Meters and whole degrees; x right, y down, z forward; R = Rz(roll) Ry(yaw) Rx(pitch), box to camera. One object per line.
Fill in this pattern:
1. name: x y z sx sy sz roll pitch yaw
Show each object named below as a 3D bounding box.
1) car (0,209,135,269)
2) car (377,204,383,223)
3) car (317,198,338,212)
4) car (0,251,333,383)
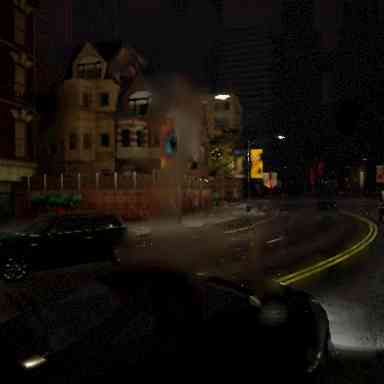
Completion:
1. car: -4.070 1.401 10.038 4.553 1.767 2.097 0 0 -42
2. car: 14.450 1.428 23.611 2.128 1.511 4.902 0 0 24
3. car: 15.571 1.431 38.443 1.882 1.535 5.008 0 0 16
4. car: -0.145 1.574 4.005 4.181 1.385 1.994 0 0 -38
